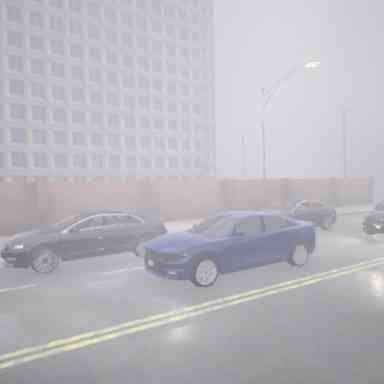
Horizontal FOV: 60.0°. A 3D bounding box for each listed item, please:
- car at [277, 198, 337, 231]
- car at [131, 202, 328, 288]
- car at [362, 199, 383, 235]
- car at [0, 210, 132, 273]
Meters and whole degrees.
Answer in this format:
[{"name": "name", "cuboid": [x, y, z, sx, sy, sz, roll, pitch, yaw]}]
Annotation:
[{"name": "car", "cuboid": [4.618, 1.067, 15.257, 4.902, 1.511, 2.128, -2, 1, -34]}, {"name": "car", "cuboid": [1.166, 1.265, 8.871, 5.008, 1.535, 1.882, -2, 1, -33]}, {"name": "car", "cuboid": [9.154, 1.006, 13.987, 4.892, 1.490, 1.837, -2, 1, -32]}, {"name": "car", "cuboid": [-3.102, 1.345, 10.291, 4.902, 1.511, 2.128, -2, 1, -33]}]
